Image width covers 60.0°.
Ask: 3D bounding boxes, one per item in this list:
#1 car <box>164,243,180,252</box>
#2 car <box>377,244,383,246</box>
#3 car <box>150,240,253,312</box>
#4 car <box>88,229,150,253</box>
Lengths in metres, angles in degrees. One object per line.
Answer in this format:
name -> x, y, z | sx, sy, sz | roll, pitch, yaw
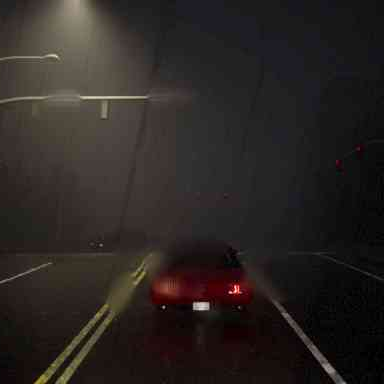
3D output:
car -> -2.816, 7.980, 47.534 | 1.895, 1.301, 4.718 | 0, -10, 1
car -> 17.322, 4.594, 26.727 | 4.902, 1.511, 2.128 | 4, -10, 1
car -> 0.198, 1.830, 8.190 | 1.895, 1.301, 4.718 | 0, -2, 1
car -> -6.203, 4.208, 28.892 | 2.150, 2.045, 5.566 | -8, -13, 41
